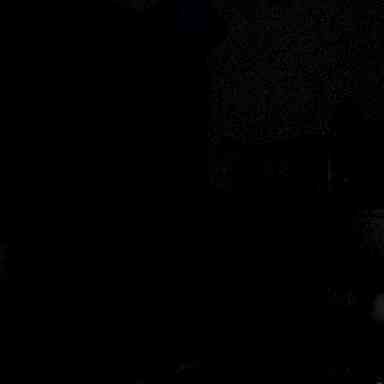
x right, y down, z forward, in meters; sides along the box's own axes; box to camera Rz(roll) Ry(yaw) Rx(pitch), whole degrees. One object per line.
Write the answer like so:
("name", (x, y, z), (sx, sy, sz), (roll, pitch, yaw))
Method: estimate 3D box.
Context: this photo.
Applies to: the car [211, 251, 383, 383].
("car", (2.246, 1.566, 4.404), (4.313, 1.339, 1.947), (0, 0, -35))
